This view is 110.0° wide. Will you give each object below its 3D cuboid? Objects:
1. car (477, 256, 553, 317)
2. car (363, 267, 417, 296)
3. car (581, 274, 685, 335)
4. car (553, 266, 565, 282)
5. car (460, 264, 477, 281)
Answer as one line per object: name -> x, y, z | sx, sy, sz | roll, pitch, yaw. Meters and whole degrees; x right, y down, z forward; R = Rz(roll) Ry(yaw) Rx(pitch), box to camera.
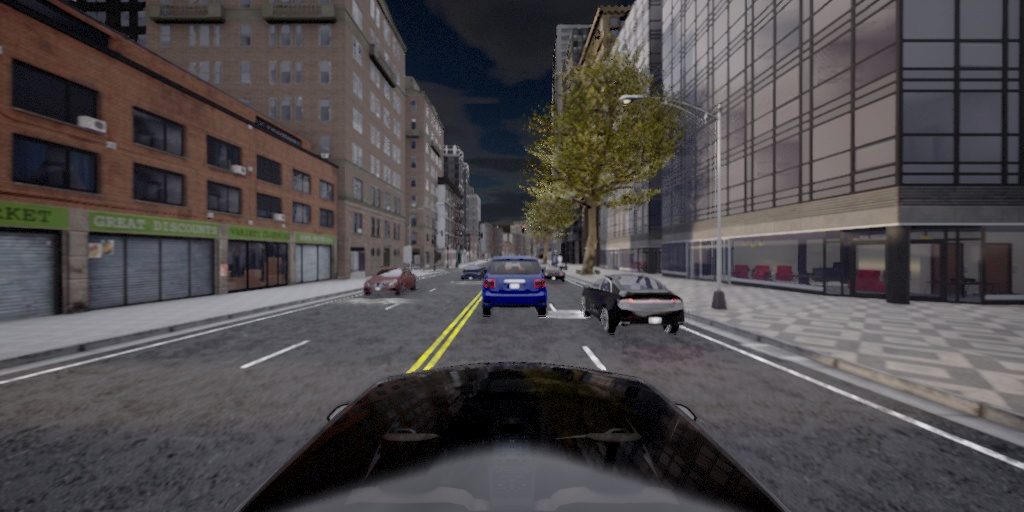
car -> 0.085, 1.031, 13.680 | 2.150, 2.045, 5.566 | 0, 0, 0
car -> -6.615, 1.365, 20.015 | 1.812, 1.442, 4.674 | 0, 0, 0
car -> 3.330, 1.287, 10.744 | 2.128, 1.511, 4.902 | 0, 0, 0
car -> 3.324, 1.491, 30.854 | 1.895, 1.301, 4.718 | 0, 0, 0
car -> -3.369, 1.442, 31.820 | 2.033, 1.411, 5.357 | 0, 0, 0
